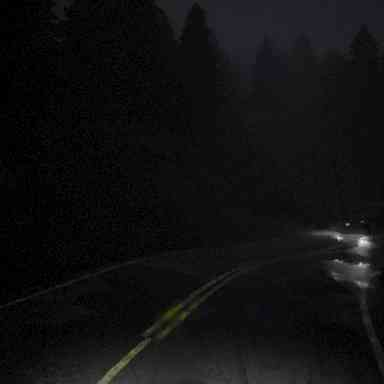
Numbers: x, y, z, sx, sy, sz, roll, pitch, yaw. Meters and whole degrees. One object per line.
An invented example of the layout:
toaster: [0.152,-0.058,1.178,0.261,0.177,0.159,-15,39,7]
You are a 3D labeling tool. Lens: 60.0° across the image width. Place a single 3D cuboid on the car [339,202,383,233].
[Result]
car: [11.030,1.445,20.221,4.892,1.490,1.837,-5,3,-29]
